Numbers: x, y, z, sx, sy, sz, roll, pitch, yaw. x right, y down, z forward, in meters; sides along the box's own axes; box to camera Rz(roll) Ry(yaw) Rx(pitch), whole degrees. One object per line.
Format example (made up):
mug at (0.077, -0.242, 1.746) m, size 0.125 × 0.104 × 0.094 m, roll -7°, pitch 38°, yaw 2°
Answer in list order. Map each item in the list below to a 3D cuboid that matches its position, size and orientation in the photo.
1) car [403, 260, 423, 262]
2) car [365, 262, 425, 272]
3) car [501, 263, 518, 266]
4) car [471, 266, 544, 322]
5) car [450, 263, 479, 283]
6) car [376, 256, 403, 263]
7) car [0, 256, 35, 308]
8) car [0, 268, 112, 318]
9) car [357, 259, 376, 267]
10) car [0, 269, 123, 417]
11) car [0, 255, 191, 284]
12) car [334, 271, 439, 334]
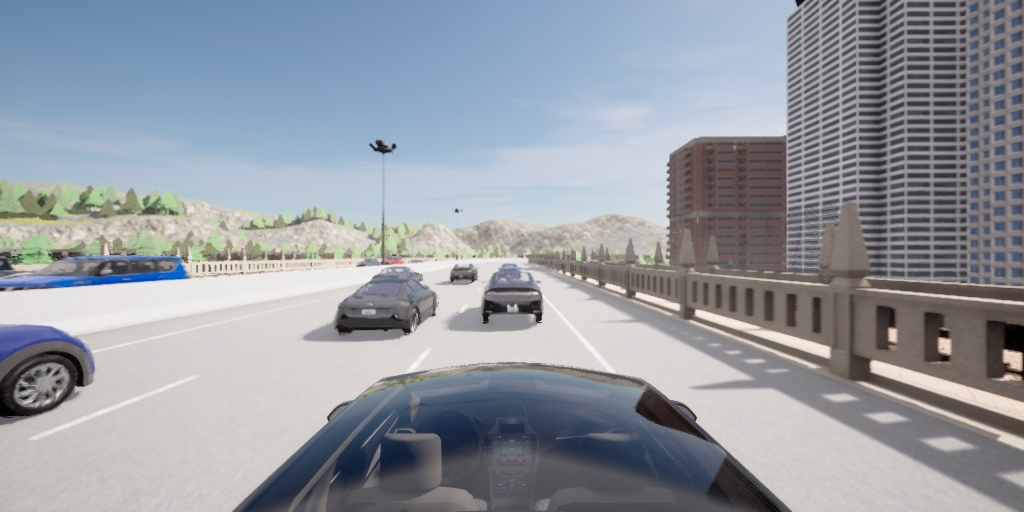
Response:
car at (-14.648, 1.312, 54.786) m, size 1.882 × 1.535 × 5.008 m, roll 0°, pitch 0°, yaw 0°
car at (-7.114, 1.332, 22.666) m, size 2.033 × 1.411 × 5.357 m, roll 0°, pitch 0°, yaw -1°
car at (-0.203, 1.314, 29.200) m, size 1.812 × 1.442 × 4.674 m, roll 0°, pitch 0°, yaw -1°
car at (-0.001, 1.256, 12.253) m, size 2.128 × 1.511 × 4.902 m, roll 0°, pitch 0°, yaw -1°
car at (-3.678, 1.281, 28.174) m, size 2.128 × 1.511 × 4.902 m, roll 0°, pitch 0°, yaw -1°
car at (-18.142, 1.057, 54.555) m, size 2.150 × 2.045 × 5.566 m, roll 0°, pitch 0°, yaw 0°
car at (-21.194, 1.003, 12.350) m, size 2.150 × 2.045 × 5.566 m, roll 0°, pitch 0°, yaw -1°
car at (-17.694, 1.270, 12.462) m, size 2.128 × 1.511 × 4.902 m, roll 0°, pitch 0°, yaw -1°
car at (-21.640, 1.192, 54.348) m, size 2.097 × 1.767 × 4.553 m, roll 0°, pitch 0°, yaw 0°
car at (-6.937, 1.110, 3.124) m, size 2.097 × 1.767 × 4.553 m, roll 0°, pitch 0°, yaw 0°
car at (-14.194, 0.997, 12.374) m, size 2.150 × 2.045 × 5.566 m, roll 0°, pitch 0°, yaw -1°
car at (-3.487, 1.329, 10.690) m, size 1.994 × 1.385 × 4.181 m, roll 0°, pitch 0°, yaw 0°
